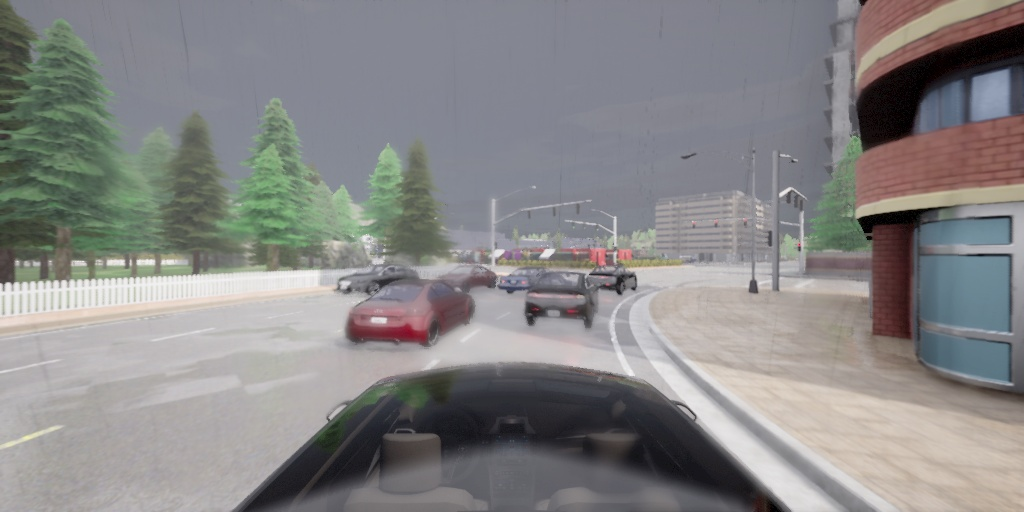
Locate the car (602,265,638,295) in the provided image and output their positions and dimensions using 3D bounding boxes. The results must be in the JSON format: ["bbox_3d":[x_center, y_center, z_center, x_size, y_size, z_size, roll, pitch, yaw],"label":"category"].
[{"bbox_3d":[5.612,1.254,19.927,2.128,1.511,4.902,1,1,32],"label":"car"}]

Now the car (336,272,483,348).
[{"bbox_3d":[-2.362,1.298,9.345,1.994,1.385,4.181,0,0,11],"label":"car"}]

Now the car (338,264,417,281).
[{"bbox_3d":[-6.917,1.200,18.983,2.128,1.511,4.902,0,0,22],"label":"car"}]

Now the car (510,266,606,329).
[{"bbox_3d":[1.731,1.244,11.382,2.128,1.511,4.902,0,0,16],"label":"car"}]

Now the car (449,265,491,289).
[{"bbox_3d":[-2.503,1.254,20.476,1.812,1.442,4.674,0,0,26],"label":"car"}]

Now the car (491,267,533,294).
[{"bbox_3d":[1.221,1.294,19.592,2.033,1.411,5.357,0,0,28],"label":"car"}]
